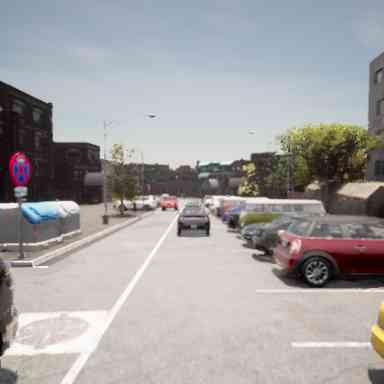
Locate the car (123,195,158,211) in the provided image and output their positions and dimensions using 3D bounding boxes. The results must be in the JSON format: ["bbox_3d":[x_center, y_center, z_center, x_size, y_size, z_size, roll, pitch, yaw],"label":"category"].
[{"bbox_3d":[-7.650,1.765,49.214,4.553,1.767,2.185,0,0,0],"label":"car"}]

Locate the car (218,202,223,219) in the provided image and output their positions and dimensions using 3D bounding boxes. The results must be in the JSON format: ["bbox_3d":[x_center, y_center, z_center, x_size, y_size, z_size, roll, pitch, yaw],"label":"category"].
[{"bbox_3d":[4.647,1.736,25.795,4.674,1.452,2.002,0,0,0],"label":"car"}]

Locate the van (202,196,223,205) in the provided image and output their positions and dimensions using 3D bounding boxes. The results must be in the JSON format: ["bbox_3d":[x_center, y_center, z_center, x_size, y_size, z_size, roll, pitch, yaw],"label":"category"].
[{"bbox_3d":[4.531,1.860,73.284,4.442,1.987,1.878,0,0,0],"label":"van"}]

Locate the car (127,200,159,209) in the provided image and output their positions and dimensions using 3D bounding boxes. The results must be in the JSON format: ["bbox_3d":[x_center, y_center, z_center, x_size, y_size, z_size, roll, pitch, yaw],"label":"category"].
[{"bbox_3d":[-7.679,1.955,52.151,4.674,1.452,2.002,0,0,0],"label":"car"}]

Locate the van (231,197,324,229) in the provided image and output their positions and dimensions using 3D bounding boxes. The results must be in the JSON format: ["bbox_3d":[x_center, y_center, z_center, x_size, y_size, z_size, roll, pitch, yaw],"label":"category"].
[{"bbox_3d":[4.533,1.400,17.416,4.442,1.987,1.878,0,0,0],"label":"van"}]

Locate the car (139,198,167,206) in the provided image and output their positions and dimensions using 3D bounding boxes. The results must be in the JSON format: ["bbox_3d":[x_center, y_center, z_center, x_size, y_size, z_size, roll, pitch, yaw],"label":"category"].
[{"bbox_3d":[-7.867,2.036,66.966,5.366,1.575,1.946,0,0,0],"label":"car"}]

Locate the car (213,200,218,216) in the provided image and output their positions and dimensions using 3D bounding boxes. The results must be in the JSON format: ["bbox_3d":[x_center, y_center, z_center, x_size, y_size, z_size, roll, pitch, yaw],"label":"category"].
[{"bbox_3d":[4.677,1.772,31.384,4.792,1.488,2.163,0,0,0],"label":"car"}]

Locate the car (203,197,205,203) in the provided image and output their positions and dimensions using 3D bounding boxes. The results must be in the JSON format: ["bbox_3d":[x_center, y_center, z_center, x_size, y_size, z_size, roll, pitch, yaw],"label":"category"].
[{"bbox_3d":[4.620,1.700,56.526,5.566,2.045,2.435,0,0,0],"label":"car"}]

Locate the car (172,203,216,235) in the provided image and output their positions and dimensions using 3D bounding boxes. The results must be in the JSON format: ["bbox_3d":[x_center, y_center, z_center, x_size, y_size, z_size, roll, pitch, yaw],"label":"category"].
[{"bbox_3d":[0.099,1.661,20.219,2.128,1.511,4.902,0,0,0],"label":"car"}]

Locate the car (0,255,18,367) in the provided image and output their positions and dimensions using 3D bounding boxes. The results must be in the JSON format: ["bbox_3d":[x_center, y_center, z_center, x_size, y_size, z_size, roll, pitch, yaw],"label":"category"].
[{"bbox_3d":[-3.112,1.236,1.607,2.150,2.045,5.566,0,-1,0],"label":"car"}]

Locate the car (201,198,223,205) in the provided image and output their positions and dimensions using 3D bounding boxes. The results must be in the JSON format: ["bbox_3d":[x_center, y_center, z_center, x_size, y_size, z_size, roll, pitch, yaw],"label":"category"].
[{"bbox_3d":[4.642,2.083,76.092,4.892,1.521,2.231,0,1,0],"label":"car"}]

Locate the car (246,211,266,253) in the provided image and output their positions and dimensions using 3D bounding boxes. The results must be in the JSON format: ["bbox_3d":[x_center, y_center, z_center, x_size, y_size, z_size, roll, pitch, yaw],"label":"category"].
[{"bbox_3d":[4.643,1.581,11.827,4.892,1.521,2.231,0,0,0],"label":"car"}]

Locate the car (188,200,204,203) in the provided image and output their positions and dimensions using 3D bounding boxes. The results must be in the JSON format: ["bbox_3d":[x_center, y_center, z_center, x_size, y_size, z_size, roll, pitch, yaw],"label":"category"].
[{"bbox_3d":[0.099,1.836,37.124,1.812,1.442,4.674,0,-1,0],"label":"car"}]

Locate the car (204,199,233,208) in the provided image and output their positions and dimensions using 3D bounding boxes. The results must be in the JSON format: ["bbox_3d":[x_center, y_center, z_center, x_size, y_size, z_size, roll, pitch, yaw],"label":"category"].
[{"bbox_3d":[4.642,1.975,59.318,5.008,1.535,2.097,0,0,0],"label":"car"}]

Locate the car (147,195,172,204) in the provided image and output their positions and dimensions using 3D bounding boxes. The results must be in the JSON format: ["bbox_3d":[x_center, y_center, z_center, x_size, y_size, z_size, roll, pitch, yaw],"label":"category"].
[{"bbox_3d":[-7.654,1.810,78.621,5.566,2.045,2.435,0,0,0],"label":"car"}]

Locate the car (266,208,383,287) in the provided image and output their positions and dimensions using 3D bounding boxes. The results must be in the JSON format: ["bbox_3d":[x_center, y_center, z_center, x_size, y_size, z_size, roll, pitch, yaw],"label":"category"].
[{"bbox_3d":[4.617,1.431,9.037,4.553,1.767,2.185,0,0,0],"label":"car"}]

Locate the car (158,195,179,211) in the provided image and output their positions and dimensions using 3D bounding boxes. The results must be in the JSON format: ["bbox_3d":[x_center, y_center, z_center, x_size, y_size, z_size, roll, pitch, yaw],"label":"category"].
[{"bbox_3d":[-3.081,1.616,46.921,2.150,2.045,5.566,0,-1,0],"label":"car"}]

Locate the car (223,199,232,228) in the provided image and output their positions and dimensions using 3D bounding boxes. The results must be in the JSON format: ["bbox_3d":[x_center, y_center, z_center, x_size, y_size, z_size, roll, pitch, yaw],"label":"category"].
[{"bbox_3d":[4.680,1.547,23.004,4.553,1.767,2.185,0,0,0],"label":"car"}]

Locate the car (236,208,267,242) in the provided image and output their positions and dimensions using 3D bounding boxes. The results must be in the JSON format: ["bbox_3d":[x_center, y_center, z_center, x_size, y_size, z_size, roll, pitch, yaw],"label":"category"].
[{"bbox_3d":[4.655,1.604,14.621,4.892,1.521,2.231,0,0,0],"label":"car"}]

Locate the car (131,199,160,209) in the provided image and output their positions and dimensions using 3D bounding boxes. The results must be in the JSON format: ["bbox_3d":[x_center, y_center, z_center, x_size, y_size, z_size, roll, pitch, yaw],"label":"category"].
[{"bbox_3d":[-7.679,1.981,55.213,4.674,1.452,2.002,0,0,0],"label":"car"}]

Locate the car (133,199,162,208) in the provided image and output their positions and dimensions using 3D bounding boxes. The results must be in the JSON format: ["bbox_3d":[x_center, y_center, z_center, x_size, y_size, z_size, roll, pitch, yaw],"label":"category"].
[{"bbox_3d":[-7.711,1.995,58.152,4.792,1.488,2.163,0,0,0],"label":"car"}]

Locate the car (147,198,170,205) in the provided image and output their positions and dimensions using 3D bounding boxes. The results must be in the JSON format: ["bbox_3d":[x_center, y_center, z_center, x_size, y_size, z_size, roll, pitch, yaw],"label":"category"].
[{"bbox_3d":[-7.687,2.084,75.678,5.008,1.535,2.097,0,0,0],"label":"car"}]

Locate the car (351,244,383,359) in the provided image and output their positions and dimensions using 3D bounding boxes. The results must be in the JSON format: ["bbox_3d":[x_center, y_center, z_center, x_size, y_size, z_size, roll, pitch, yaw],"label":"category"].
[{"bbox_3d":[4.835,1.507,3.447,5.366,1.575,1.946,0,0,0],"label":"car"}]

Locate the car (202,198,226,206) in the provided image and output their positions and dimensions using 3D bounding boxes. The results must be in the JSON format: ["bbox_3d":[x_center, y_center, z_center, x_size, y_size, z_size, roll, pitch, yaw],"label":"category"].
[{"bbox_3d":[4.654,2.069,70.489,4.892,1.521,2.231,0,0,0],"label":"car"}]

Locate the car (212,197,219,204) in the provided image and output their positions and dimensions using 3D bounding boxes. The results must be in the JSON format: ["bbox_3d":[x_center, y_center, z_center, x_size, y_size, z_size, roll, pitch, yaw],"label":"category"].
[{"bbox_3d":[4.618,1.640,34.177,4.553,1.767,2.185,0,0,0],"label":"car"}]

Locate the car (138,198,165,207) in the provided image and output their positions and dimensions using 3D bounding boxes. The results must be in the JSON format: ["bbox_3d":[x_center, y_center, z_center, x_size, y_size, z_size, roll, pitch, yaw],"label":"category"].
[{"bbox_3d":[-7.688,2.014,63.903,4.892,1.521,2.231,0,0,0],"label":"car"}]

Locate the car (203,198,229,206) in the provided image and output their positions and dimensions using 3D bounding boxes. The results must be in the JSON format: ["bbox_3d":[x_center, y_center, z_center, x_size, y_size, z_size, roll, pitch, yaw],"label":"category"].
[{"bbox_3d":[4.642,2.024,65.029,4.892,1.521,2.231,0,0,0],"label":"car"}]

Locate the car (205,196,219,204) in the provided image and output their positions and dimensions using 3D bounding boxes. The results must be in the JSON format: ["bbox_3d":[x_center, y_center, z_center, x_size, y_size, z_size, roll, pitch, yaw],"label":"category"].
[{"bbox_3d":[4.680,1.781,51.063,4.553,1.767,2.185,0,0,0],"label":"car"}]

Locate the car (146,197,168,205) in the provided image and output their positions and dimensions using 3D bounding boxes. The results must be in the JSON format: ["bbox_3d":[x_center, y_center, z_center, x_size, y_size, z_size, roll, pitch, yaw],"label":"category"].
[{"bbox_3d":[-7.651,1.957,72.848,4.553,1.767,2.185,0,0,0],"label":"car"}]

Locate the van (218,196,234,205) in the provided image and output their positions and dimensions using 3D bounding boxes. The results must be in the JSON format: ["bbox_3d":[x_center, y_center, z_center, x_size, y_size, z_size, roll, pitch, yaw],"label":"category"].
[{"bbox_3d":[4.766,1.493,28.590,4.442,1.987,1.878,0,0,0],"label":"van"}]

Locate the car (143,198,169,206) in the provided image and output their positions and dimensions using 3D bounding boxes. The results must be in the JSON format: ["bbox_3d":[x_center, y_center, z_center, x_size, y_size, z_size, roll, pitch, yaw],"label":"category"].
[{"bbox_3d":[-7.497,2.060,69.906,5.366,1.575,1.946,0,0,0],"label":"car"}]
